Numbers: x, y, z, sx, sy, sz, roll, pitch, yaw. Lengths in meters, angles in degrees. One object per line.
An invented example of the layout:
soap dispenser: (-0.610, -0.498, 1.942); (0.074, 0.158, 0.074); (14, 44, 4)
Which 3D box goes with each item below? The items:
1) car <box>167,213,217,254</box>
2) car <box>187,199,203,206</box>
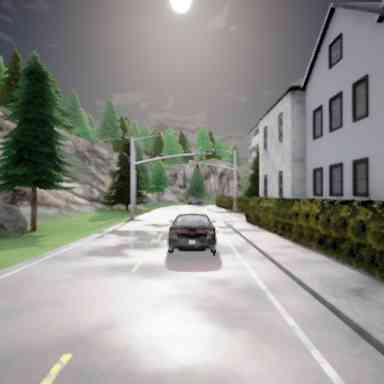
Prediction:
car: (0.024, 1.636, 14.222); (1.882, 1.535, 5.008); (0, 0, 0)
car: (0.774, 2.382, 75.990); (2.033, 1.411, 5.357); (0, -1, 26)
